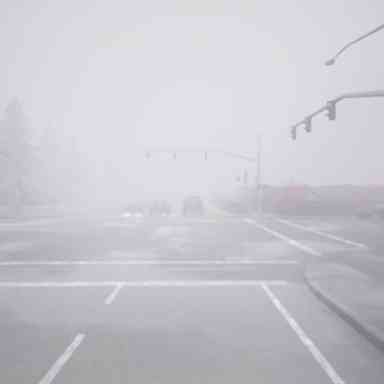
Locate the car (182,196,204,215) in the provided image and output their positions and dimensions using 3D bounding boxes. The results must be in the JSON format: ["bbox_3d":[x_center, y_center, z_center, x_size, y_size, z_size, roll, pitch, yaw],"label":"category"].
[{"bbox_3d":[0.104,1.419,36.288,2.150,2.045,5.566,0,0,0],"label":"car"}]

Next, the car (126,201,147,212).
[{"bbox_3d":[-7.086,1.829,42.189,1.895,1.301,4.718,0,0,0],"label":"car"}]

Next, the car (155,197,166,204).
[{"bbox_3d":[-6.992,1.844,73.993,1.882,1.535,5.008,0,0,0],"label":"car"}]

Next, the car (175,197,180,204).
[{"bbox_3d":[-3.492,1.867,72.112,1.882,1.535,5.008,0,0,0],"label":"car"}]

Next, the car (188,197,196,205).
[{"bbox_3d":[0.008,1.888,72.023,1.837,1.490,4.892,0,0,0],"label":"car"}]

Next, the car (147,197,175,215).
[{"bbox_3d":[-3.395,1.552,36.829,2.097,1.767,4.553,0,0,0],"label":"car"}]

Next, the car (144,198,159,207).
[{"bbox_3d":[-7.042,1.864,58.421,2.033,1.411,5.357,0,0,1],"label":"car"}]

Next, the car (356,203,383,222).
[{"bbox_3d":[15.825,1.567,26.744,5.008,1.535,1.882,0,0,0],"label":"car"}]
